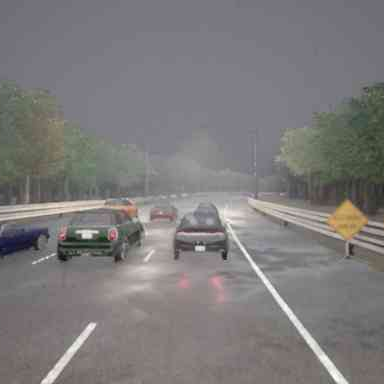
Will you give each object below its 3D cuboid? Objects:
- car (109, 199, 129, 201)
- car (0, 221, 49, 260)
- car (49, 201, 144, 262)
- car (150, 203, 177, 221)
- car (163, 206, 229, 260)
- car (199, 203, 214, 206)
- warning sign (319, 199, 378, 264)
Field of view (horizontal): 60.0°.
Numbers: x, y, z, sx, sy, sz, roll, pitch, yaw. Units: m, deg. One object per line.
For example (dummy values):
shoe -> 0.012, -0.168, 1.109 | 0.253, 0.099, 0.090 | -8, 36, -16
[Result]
car -> -5.855, 1.402, 27.363 | 2.097, 1.767, 4.553 | 0, 0, 4
car -> -6.705, 1.626, 11.296 | 1.895, 1.301, 4.718 | 0, 0, 2
car -> -3.153, 1.381, 12.393 | 2.097, 1.767, 4.553 | 0, 0, 2
car -> -2.282, 1.618, 28.175 | 1.994, 1.385, 4.181 | 0, 0, 4
car -> 0.359, 1.526, 12.672 | 2.128, 1.511, 4.902 | 0, 0, 2
car -> 1.207, 1.620, 27.899 | 1.994, 1.385, 4.181 | 0, 0, 4
warning sign -> 4.721, 1.148, 10.144 | 1.300, 1.860, 1.060 | 0, 0, 2
